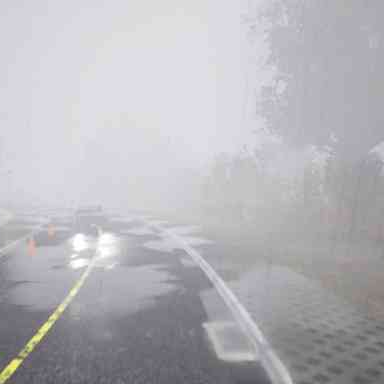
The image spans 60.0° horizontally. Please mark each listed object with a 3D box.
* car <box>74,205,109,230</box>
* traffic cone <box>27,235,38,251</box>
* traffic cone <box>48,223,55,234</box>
[{"bbox_3d":[-6.273,1.498,20.568,1.895,1.301,4.718,0,1,-21],"label":"car"},{"bbox_3d":[-6.075,1.929,12.622,0.340,0.580,0.340,0,0,-13],"label":"traffic cone"},{"bbox_3d":[-7.306,1.888,17.269,0.340,0.580,0.340,0,1,-17],"label":"traffic cone"}]
